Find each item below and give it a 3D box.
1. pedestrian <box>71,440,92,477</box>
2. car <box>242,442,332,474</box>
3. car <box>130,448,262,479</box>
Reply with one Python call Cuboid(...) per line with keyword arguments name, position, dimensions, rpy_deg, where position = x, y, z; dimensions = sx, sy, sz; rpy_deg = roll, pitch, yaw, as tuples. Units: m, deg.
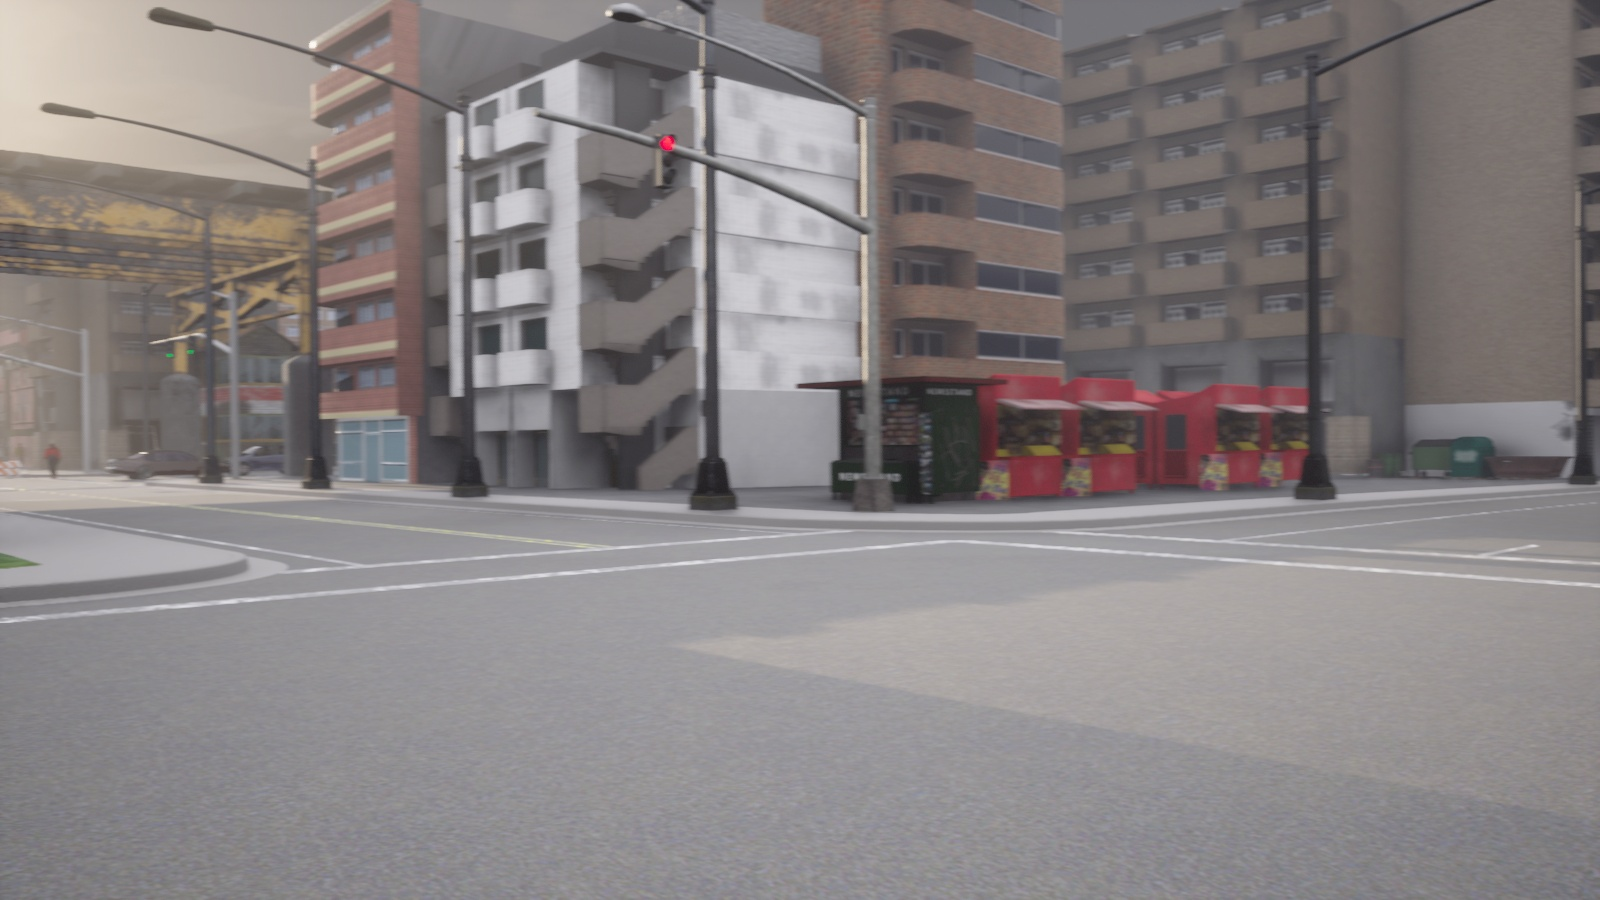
Cuboid(name="pedestrian", position=(-35.619, 0.424, 62.240), dimensions=(0.634, 1.844, 0.899), rpy_deg=(-1, 0, -11))
Cuboid(name="car", position=(-27.304, 0.419, 66.898), dimensions=(3.988, 1.617, 1.851), rpy_deg=(-1, 1, -42))
Cuboid(name="car", position=(-29.097, 0.628, 60.612), dimensions=(5.357, 1.411, 2.033), rpy_deg=(-1, 1, -42))
